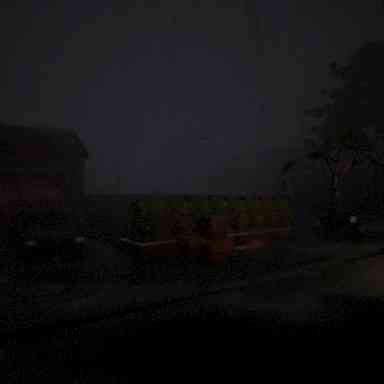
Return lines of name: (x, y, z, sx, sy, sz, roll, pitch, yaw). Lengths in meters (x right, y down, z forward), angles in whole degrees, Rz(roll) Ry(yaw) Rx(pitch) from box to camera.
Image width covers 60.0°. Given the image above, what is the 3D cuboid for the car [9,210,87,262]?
car: (-5.259, 1.349, 11.646, 2.033, 1.415, 5.357, 0, 0, -33)
